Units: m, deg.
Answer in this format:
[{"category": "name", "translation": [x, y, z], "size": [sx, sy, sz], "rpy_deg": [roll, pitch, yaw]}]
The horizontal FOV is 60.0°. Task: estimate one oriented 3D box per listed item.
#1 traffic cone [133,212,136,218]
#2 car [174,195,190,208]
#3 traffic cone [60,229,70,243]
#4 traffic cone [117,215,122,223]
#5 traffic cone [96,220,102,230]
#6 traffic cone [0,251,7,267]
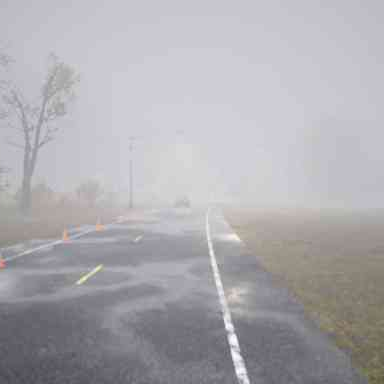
[{"category": "traffic cone", "translation": [-5.277, 2.065, 30.342], "size": [0.340, 0.580, 0.340], "rpy_deg": [0, 0, 3]}, {"category": "car", "translation": [-1.697, 1.434, 52.715], "size": [2.150, 2.045, 5.566], "rpy_deg": [0, -1, -6]}, {"category": "traffic cone", "translation": [-5.845, 2.006, 15.276], "size": [0.340, 0.580, 0.340], "rpy_deg": [0, 0, 1]}, {"category": "traffic cone", "translation": [-5.507, 2.045, 25.321], "size": [0.340, 0.580, 0.340], "rpy_deg": [0, 0, 2]}, {"category": "traffic cone", "translation": [-5.696, 2.025, 20.299], "size": [0.340, 0.580, 0.340], "rpy_deg": [0, 0, 2]}, {"category": "traffic cone", "translation": [-5.955, 1.988, 10.251], "size": [0.340, 0.580, 0.340], "rpy_deg": [0, 0, 1]}]
